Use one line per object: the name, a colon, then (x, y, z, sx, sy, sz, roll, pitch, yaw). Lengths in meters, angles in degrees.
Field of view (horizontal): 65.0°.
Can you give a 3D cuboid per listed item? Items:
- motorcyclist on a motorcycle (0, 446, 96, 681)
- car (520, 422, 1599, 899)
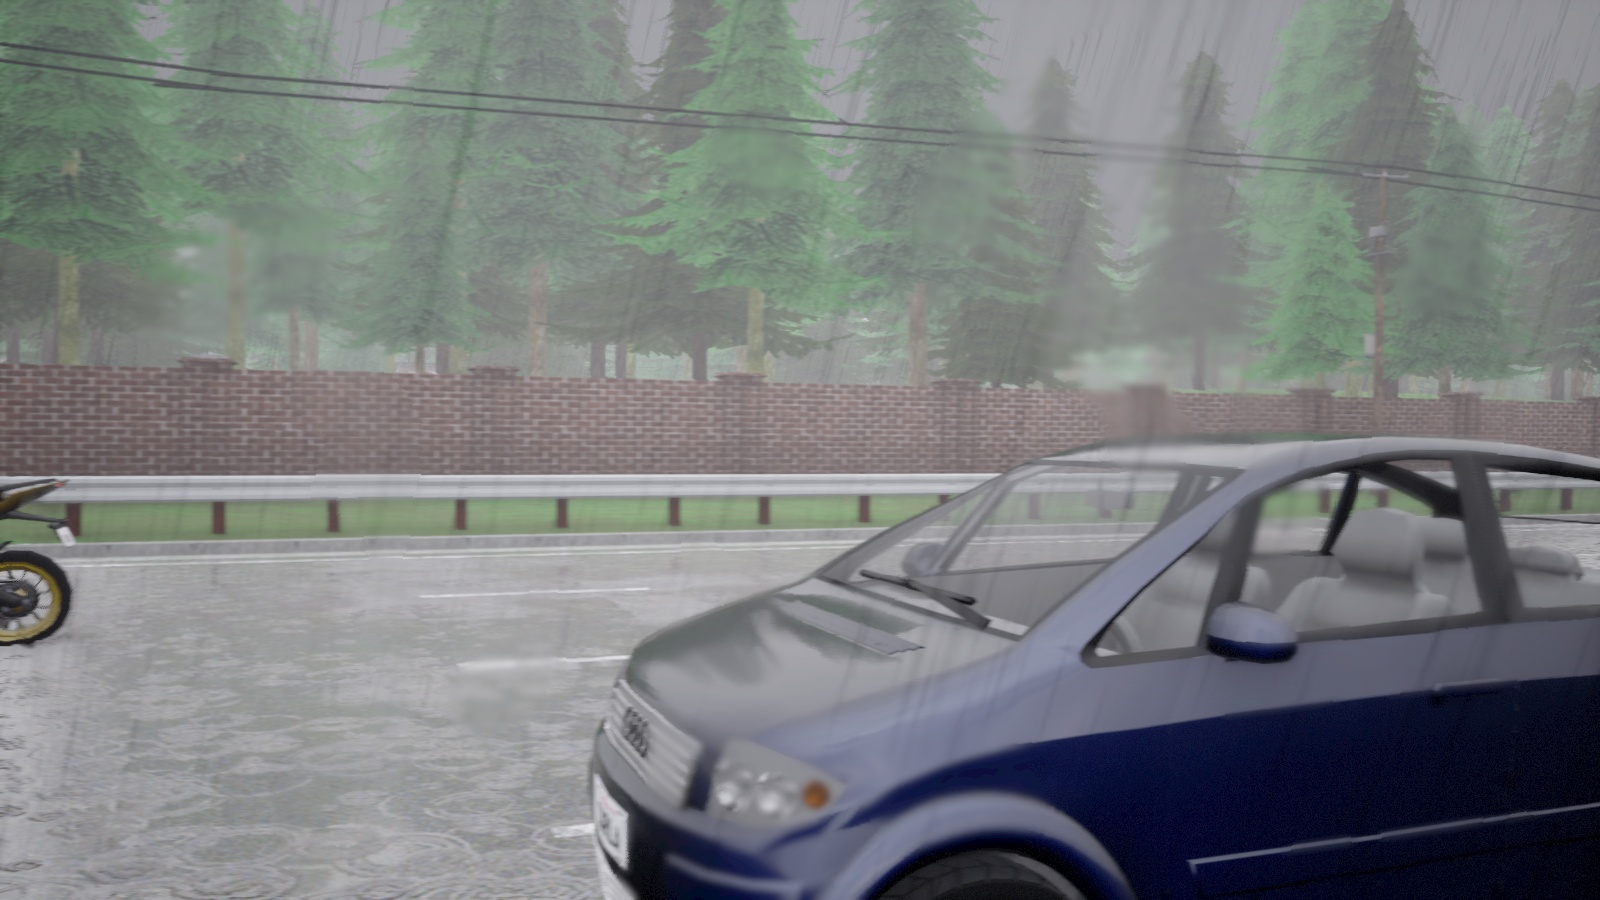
motorcyclist on a motorcycle: (-6.052, 0.762, 8.429, 2.191, 1.530, 0.866, -1, 1, -21)
car: (1.196, 0.704, 3.693, 3.705, 1.549, 1.789, -1, 1, -21)
